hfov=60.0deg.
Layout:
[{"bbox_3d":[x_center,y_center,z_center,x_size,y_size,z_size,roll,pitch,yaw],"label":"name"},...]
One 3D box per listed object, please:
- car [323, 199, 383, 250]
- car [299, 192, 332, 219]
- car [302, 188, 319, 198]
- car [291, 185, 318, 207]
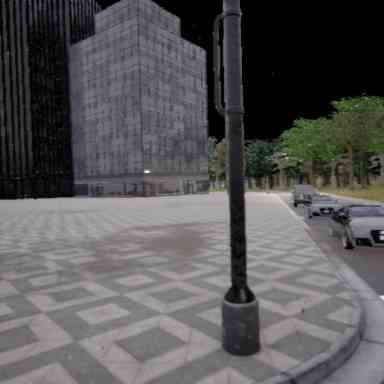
[{"bbox_3d":[6.281,1.163,12.055,1.994,1.385,4.181,-1,1,12],"label":"car"},{"bbox_3d":[8.436,0.927,21.730,1.994,1.385,4.181,-1,1,13],"label":"car"},{"bbox_3d":[17.745,0.173,49.991,1.895,1.301,4.718,-1,1,12],"label":"car"},{"bbox_3d":[10.779,0.327,32.166,2.150,2.045,5.566,-1,1,13],"label":"car"}]
